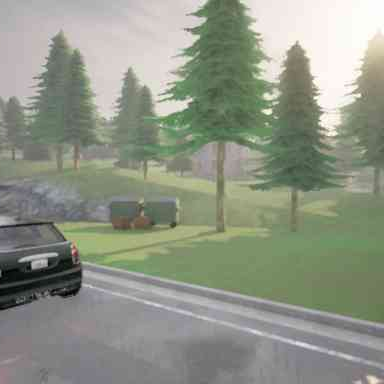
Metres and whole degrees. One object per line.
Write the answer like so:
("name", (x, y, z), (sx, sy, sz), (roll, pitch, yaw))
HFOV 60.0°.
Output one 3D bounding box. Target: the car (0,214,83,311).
("car", (-4.447, 1.284, 7.167), (4.553, 1.767, 2.097), (1, 0, 36))
